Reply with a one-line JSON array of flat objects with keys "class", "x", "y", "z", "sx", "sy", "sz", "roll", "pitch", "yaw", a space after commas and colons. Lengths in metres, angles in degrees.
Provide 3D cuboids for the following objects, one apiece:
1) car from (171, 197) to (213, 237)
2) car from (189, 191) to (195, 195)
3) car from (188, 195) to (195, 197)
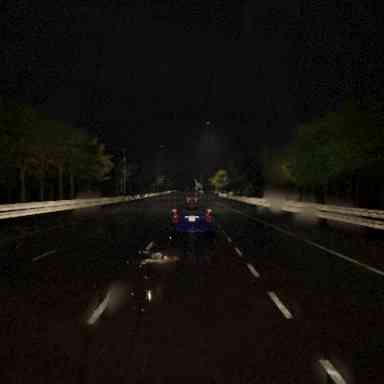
[{"class": "car", "x": -0.001, "y": 1.345, "z": 18.116, "sx": 2.097, "sy": 1.767, "sz": 4.553, "roll": 0, "pitch": 0, "yaw": 0}, {"class": "car", "x": -0.007, "y": 1.200, "z": 95.019, "sx": 1.994, "sy": 1.385, "sz": 4.181, "roll": 0, "pitch": 0, "yaw": 0}, {"class": "car", "x": -0.004, "y": 1.537, "z": 55.315, "sx": 1.895, "sy": 1.301, "sz": 4.718, "roll": 0, "pitch": 0, "yaw": 0}]
